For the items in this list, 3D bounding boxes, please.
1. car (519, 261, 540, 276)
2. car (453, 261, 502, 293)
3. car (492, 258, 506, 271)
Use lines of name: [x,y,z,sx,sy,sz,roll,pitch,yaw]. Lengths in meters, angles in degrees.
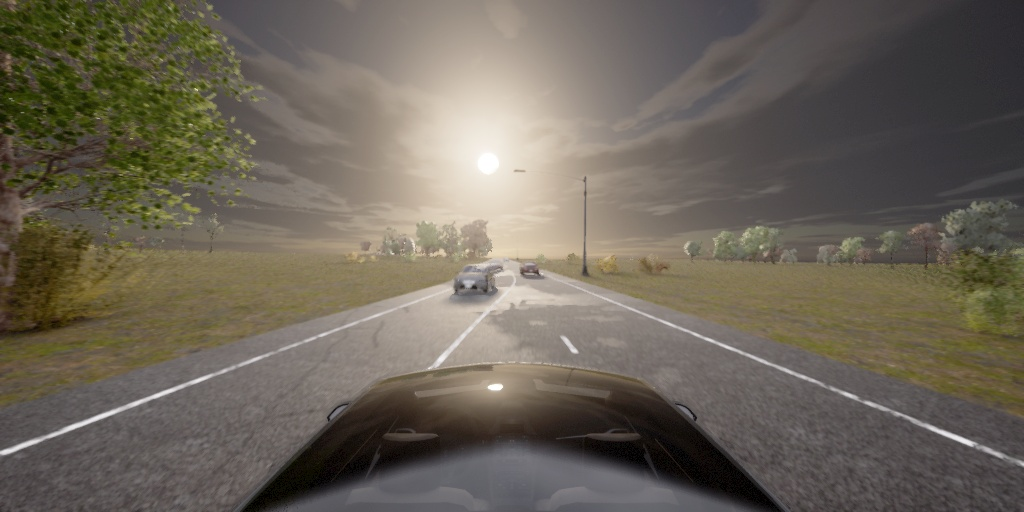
car: [1.799,1.281,38.010,1.812,1.442,4.674,0,0,-2]
car: [-2.013,1.225,20.378,2.128,1.511,4.902,1,0,4]
car: [-2.096,1.249,47.359,1.812,1.442,4.674,0,0,-2]
